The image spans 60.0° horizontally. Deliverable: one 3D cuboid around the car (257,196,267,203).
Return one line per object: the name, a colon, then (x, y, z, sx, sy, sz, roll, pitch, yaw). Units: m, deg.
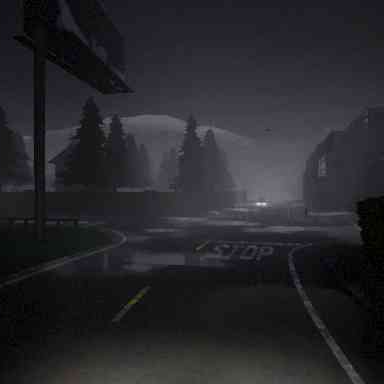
car: (14.550, 1.505, 69.217, 2.128, 1.511, 4.902, 0, 0, 16)
